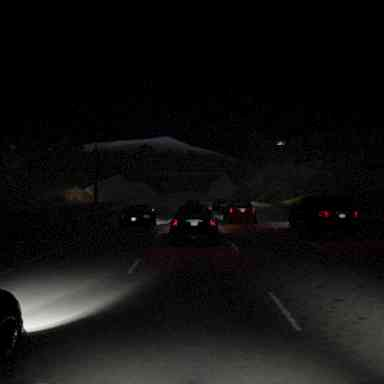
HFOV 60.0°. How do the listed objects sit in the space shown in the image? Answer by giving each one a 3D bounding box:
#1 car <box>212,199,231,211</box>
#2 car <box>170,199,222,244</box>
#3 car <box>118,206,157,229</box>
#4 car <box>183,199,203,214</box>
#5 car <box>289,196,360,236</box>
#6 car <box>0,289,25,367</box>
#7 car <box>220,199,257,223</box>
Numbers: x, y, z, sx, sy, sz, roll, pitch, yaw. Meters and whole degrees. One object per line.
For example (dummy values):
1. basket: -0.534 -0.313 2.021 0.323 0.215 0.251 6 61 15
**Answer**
1. car: 3.577 1.564 41.164 1.994 1.385 4.181 0 0 0
2. car: 0.091 1.352 16.039 2.097 1.767 4.553 0 0 0
3. car: -3.411 1.563 21.397 1.994 1.385 4.181 0 0 0
4. car: 0.080 1.547 36.775 2.033 1.411 5.357 0 0 0
5. car: 7.090 1.221 18.374 2.150 2.045 5.566 0 0 0
6. car: -3.403 1.564 3.106 1.994 1.385 4.181 0 0 0
7. car: 3.586 1.353 25.722 2.097 1.767 4.553 0 0 0
